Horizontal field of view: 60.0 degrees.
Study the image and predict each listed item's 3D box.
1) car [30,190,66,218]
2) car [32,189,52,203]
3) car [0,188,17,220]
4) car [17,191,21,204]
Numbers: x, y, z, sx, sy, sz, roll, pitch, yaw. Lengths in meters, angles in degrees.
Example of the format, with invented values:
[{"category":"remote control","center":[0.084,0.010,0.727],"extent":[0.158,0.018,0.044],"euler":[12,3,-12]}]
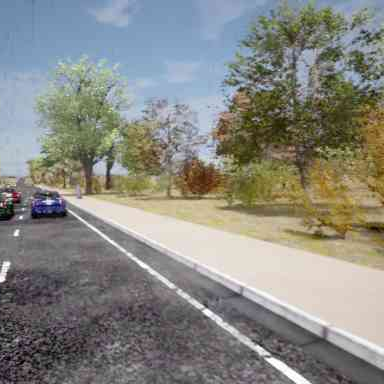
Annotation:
[{"category":"car","center":[-9.988,0.689,23.057],"extent":[2.097,1.767,4.553],"euler":[-3,2,-25]},{"category":"car","center":[-17.724,0.456,39.222],"extent":[1.994,1.385,4.181],"euler":[-3,3,-25]},{"category":"car","center":[-12.872,0.824,21.559],"extent":[2.097,1.767,4.553],"euler":[-3,2,-25]},{"category":"car","center":[-20.493,0.386,37.462],"extent":[2.097,1.767,4.553],"euler":[-3,2,-25]}]
